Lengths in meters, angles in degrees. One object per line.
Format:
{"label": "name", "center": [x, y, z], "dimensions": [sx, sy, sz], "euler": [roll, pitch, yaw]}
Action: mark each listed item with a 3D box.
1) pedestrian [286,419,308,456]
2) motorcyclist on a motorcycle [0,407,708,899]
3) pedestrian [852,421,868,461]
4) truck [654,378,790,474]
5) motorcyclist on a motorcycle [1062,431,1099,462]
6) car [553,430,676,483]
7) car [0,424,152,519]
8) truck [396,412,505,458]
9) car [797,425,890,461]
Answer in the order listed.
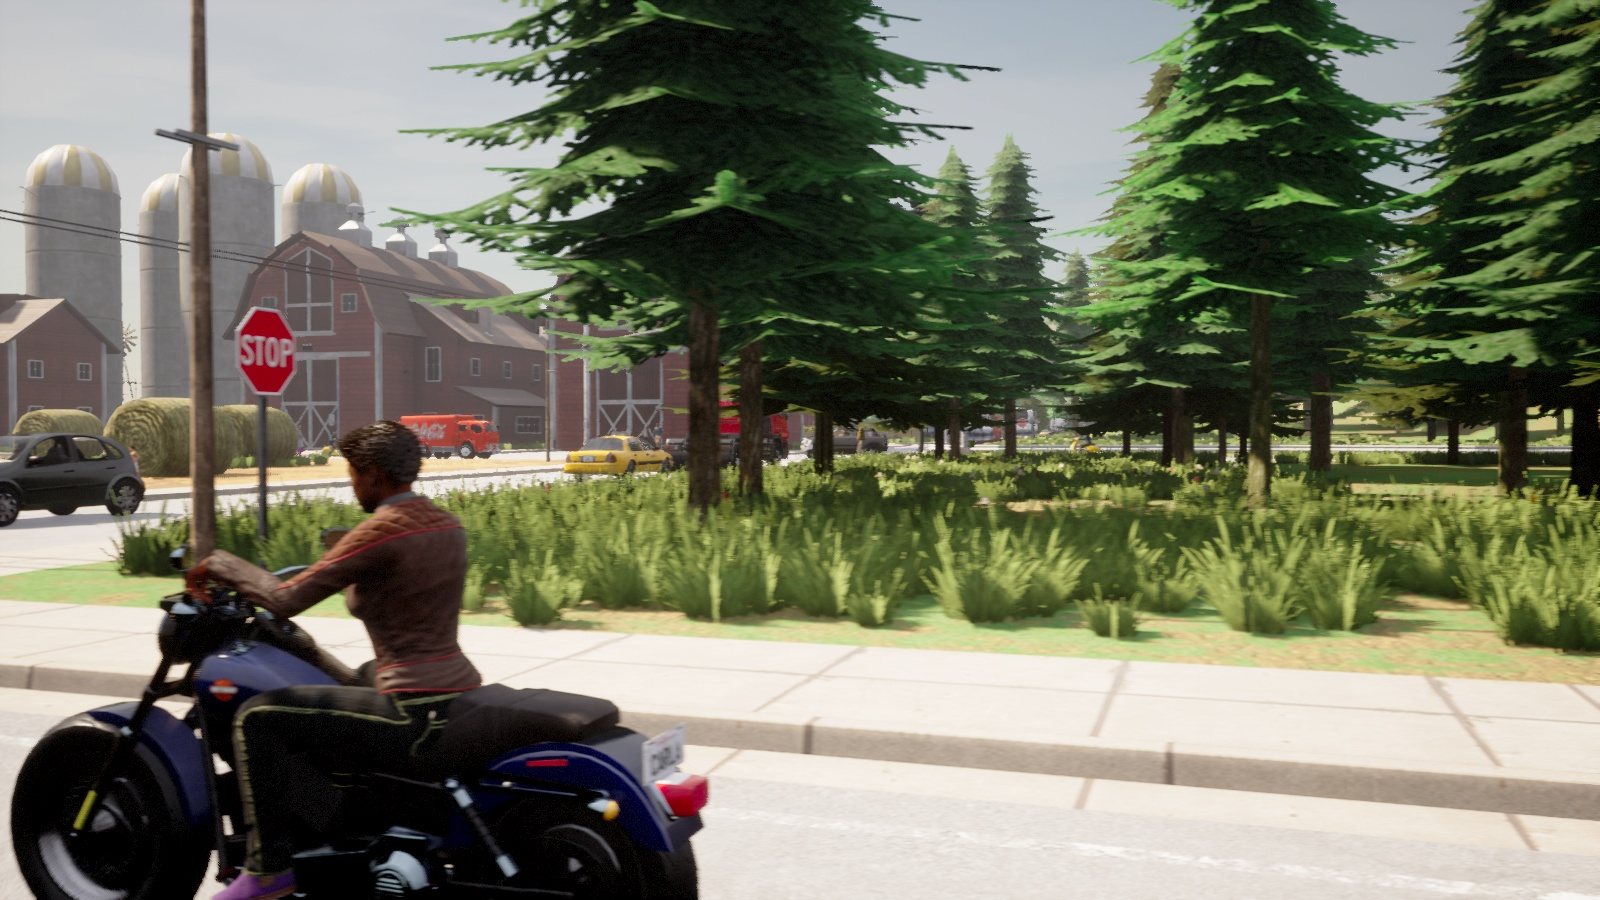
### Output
{"label": "pedestrian", "center": [-26.339, -0.658, 65.795], "dimensions": [0.873, 1.952, 0.659], "euler": [0, 1, 1]}
{"label": "motorcyclist on a motorcycle", "center": [-1.507, 0.712, 3.706], "dimensions": [2.350, 1.649, 0.766], "euler": [0, 1, 19]}
{"label": "pedestrian", "center": [2.778, -0.398, 58.094], "dimensions": [0.709, 1.840, 0.431], "euler": [0, 1, 12]}
{"label": "truck", "center": [-2.900, -0.921, 49.597], "dimensions": [2.891, 3.462, 7.936], "euler": [0, 1, 16]}
{"label": "motorcyclist on a motorcycle", "center": [14.409, -0.184, 64.482], "dimensions": [1.817, 1.590, 0.866], "euler": [0, 1, 15]}
{"label": "car", "center": [-5.737, 0.147, 39.674], "dimensions": [1.801, 1.575, 5.366], "euler": [0, 1, 16]}
{"label": "car", "center": [-14.144, 0.341, 22.953], "dimensions": [1.851, 1.617, 3.988], "euler": [0, 1, 16]}
{"label": "truck", "center": [-19.398, -0.841, 69.831], "dimensions": [5.204, 2.467, 2.627], "euler": [0, 1, 15]}
{"label": "car", "center": [2.254, -0.380, 66.275], "dimensions": [4.605, 1.855, 1.932], "euler": [0, 1, -10]}
